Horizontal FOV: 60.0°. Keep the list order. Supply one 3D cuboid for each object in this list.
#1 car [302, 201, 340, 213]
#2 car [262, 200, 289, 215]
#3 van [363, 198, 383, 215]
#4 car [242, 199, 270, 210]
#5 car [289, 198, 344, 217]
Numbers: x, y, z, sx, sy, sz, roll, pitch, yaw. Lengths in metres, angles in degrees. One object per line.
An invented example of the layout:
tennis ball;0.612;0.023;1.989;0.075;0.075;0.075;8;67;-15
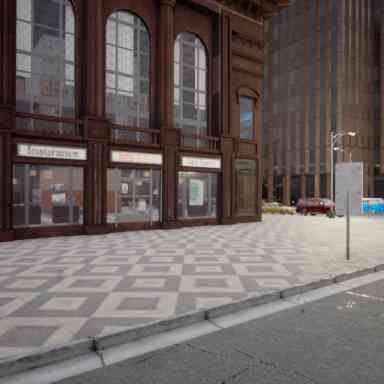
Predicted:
car;16.308;1.898;42.170;1.802;1.307;4.206;-1;0;-35
car;9.449;1.799;37.103;1.752;1.417;4.829;0;0;-35
van;19.551;1.589;37.579;1.690;1.788;3.998;-1;0;-35
car;9.813;1.893;51.355;1.967;1.590;4.097;-1;0;-35
car;12.595;1.522;32.650;2.192;1.841;5.009;0;0;-35
